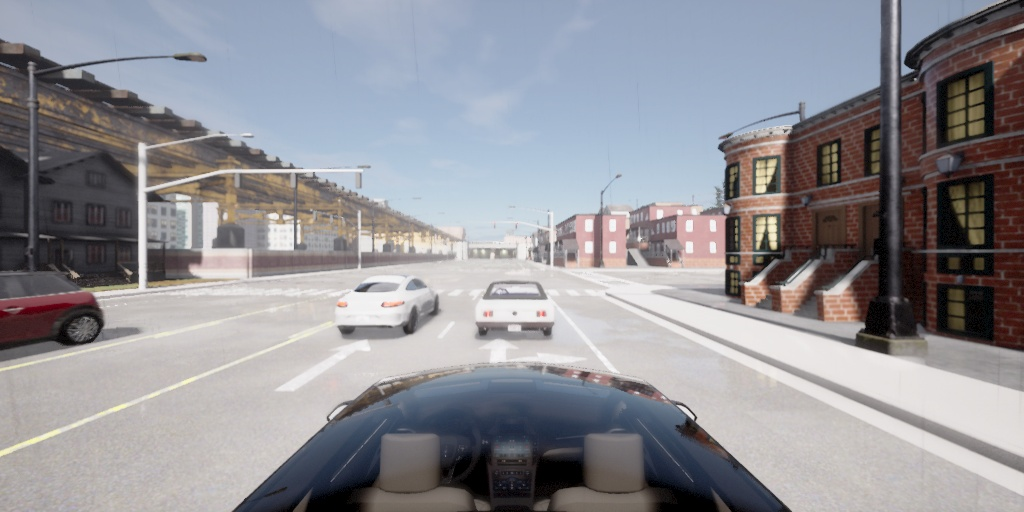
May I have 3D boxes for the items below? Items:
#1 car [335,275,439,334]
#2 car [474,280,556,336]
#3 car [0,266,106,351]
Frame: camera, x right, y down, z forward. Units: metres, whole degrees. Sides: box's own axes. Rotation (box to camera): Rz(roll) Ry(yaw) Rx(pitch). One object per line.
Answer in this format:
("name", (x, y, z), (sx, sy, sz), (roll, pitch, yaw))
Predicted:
("car", (-3.399, 1.260, 10.439), (1.812, 1.442, 4.674), (0, 0, 0))
("car", (0.104, 1.335, 10.332), (1.895, 1.301, 4.718), (0, 0, 1))
("car", (-10.550, 1.093, 6.351), (2.097, 1.767, 4.553), (0, 0, 0))
